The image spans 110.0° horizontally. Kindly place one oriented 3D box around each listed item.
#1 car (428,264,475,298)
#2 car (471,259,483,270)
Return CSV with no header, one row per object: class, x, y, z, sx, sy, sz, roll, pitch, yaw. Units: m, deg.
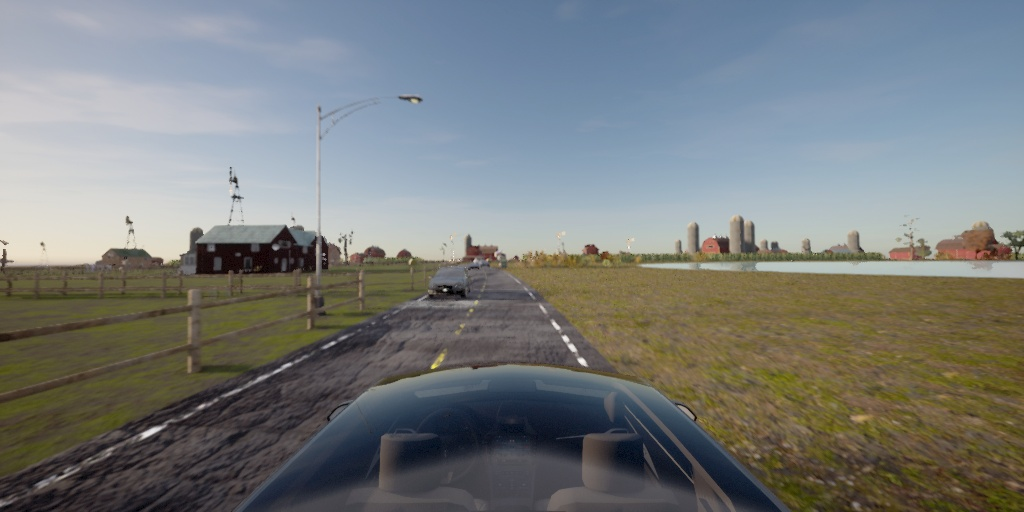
car,-3.208,1.350,19.124,1.837,1.490,4.892,0,0,-2
car,-6.362,1.665,60.533,2.033,1.411,5.357,1,-1,-6
